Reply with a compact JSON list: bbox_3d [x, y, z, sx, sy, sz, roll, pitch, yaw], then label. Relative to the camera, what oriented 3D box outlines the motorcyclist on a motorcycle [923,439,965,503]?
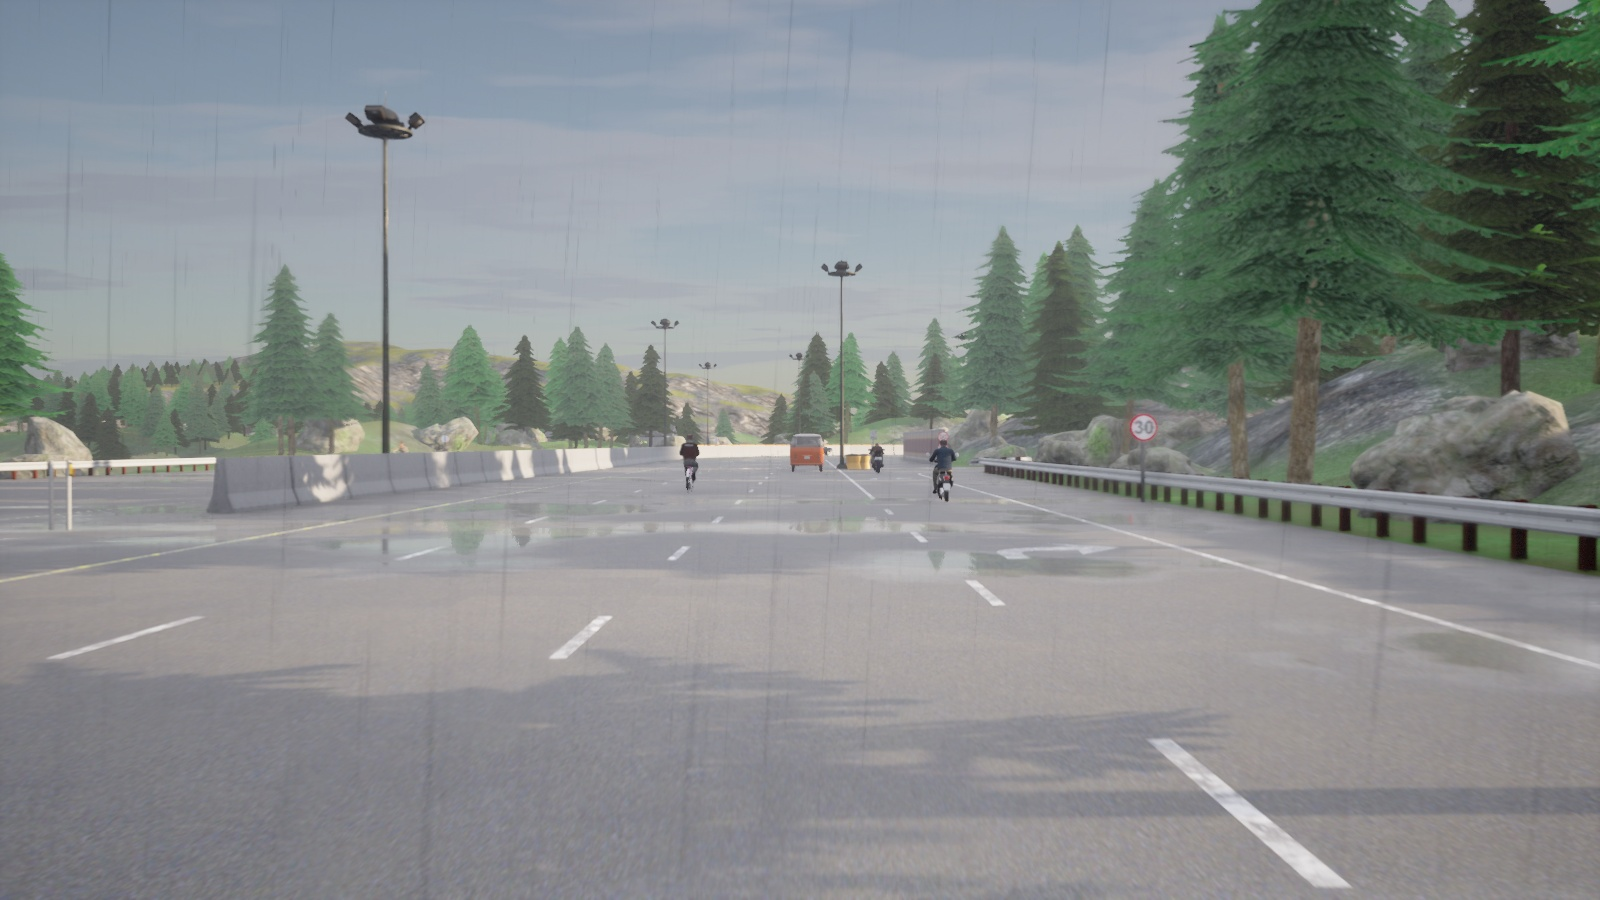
[{"bbox_3d":[3.702,0.520,32.432,0.866,1.590,1.817,0,1,0],"label":"motorcyclist on a motorcycle"}]

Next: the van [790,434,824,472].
[{"bbox_3d":[0.376,0.118,67.732,1.775,1.987,4.442,0,0,0],"label":"van"}]

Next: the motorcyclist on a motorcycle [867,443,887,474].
[{"bbox_3d":[3.865,0.429,63.007,0.866,1.530,2.191,0,0,0],"label":"motorcyclist on a motorcycle"}]
